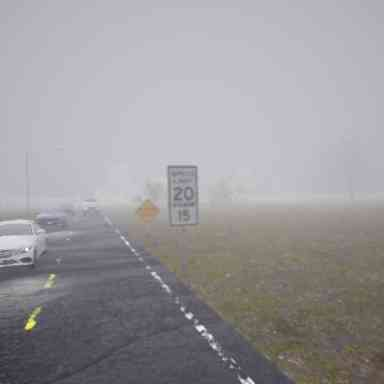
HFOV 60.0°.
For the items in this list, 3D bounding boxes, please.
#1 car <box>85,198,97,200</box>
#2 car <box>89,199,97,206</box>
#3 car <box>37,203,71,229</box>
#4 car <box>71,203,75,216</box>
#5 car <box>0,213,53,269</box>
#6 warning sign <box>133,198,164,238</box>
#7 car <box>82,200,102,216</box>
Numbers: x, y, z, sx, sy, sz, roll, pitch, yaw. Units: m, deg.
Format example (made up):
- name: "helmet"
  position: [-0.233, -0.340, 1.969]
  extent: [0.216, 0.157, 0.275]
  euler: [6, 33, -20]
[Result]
- name: "car"
  position: [-14.757, 1.841, 48.479]
  extent: [2.150, 2.045, 5.566]
  euler: [-2, 0, -17]
- name: "car"
  position: [-24.679, 2.622, 82.862]
  extent: [1.801, 1.575, 5.366]
  euler: [-2, -1, -18]
- name: "car"
  position: [-10.425, 1.867, 24.988]
  extent: [1.882, 1.535, 5.008]
  euler: [-2, 0, -17]
- name: "car"
  position: [-15.035, 2.040, 39.911]
  extent: [2.033, 1.411, 5.357]
  euler: [-2, 0, -18]
- name: "car"
  position: [-6.268, 1.746, 11.759]
  extent: [1.812, 1.442, 4.674]
  euler: [-2, 0, -17]
- name: "warning sign"
  position: [-2.168, 1.241, 16.369]
  extent: [1.300, 1.860, 1.060]
  euler: [-1, 0, -18]
- name: "car"
  position: [-11.642, 2.008, 38.643]
  extent: [1.812, 1.442, 4.674]
  euler: [-2, 0, -17]
